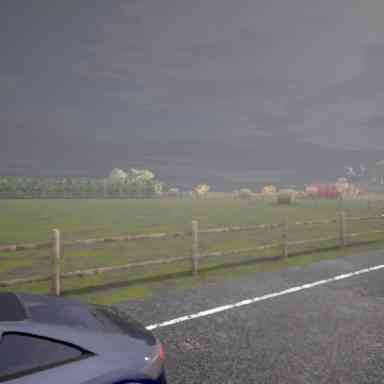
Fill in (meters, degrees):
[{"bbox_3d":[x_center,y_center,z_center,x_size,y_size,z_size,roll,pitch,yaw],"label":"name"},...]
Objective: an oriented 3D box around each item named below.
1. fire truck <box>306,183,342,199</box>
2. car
[{"bbox_3d":[32.269,-0.224,81.490,2.891,3.827,8.468,2,0,-32],"label":"fire truck"},{"bbox_3d":[-2.218,1.563,2.409,4.181,1.385,1.994,0,0,-35],"label":"car"}]
